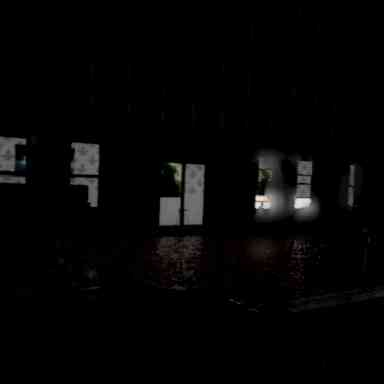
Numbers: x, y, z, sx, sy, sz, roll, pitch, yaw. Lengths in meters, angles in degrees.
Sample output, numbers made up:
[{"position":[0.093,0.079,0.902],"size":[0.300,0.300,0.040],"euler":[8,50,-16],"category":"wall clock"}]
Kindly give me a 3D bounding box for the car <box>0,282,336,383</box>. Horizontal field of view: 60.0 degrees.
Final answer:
[{"position":[-0.811,1.441,2.452],"size":[4.206,1.307,1.802],"euler":[1,2,-26],"category":"car"}]
